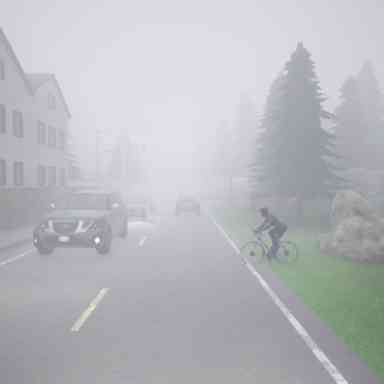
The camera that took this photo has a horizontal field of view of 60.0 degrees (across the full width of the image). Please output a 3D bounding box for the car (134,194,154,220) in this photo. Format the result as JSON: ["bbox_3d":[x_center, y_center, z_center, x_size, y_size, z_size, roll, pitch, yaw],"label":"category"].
[{"bbox_3d":[-3.944,1.091,22.487,1.994,1.385,4.181,0,1,-1],"label":"car"}]

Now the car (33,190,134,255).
[{"bbox_3d":[-3.803,0.958,12.479,2.150,2.045,5.566,0,1,-1],"label":"car"}]

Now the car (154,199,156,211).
[{"bbox_3d":[-3.974,0.970,27.192,1.837,1.490,4.892,0,1,-1],"label":"car"}]

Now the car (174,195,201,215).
[{"bbox_3d":[-0.354,0.940,26.092,2.128,1.511,4.902,0,1,-1],"label":"car"}]

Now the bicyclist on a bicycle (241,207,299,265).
[{"bbox_3d":[2.173,1.253,9.303,1.656,1.620,0.582,0,1,-1],"label":"bicyclist on a bicycle"}]
